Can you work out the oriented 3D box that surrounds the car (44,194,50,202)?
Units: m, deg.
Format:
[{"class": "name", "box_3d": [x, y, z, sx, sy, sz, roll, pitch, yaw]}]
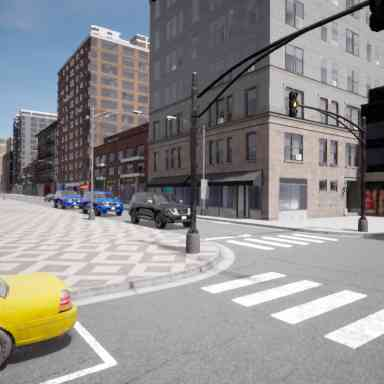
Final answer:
[{"class": "car", "box_3d": [-24.269, 0.998, 57.768, 1.812, 1.442, 4.674, 1, 0, -35]}]

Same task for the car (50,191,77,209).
[{"class": "car", "box_3d": [-14.177, 0.862, 37.997, 2.150, 2.045, 5.566, 1, 0, -35]}]

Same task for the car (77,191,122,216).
[{"class": "car", "box_3d": [-7.980, 0.960, 29.212, 2.150, 2.045, 5.566, 1, 0, -35]}]

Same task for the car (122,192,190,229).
[{"class": "car", "box_3d": [-2.036, 1.053, 20.803, 2.150, 2.045, 5.566, 1, 0, -35]}]

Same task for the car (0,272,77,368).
[{"class": "car", "box_3d": [-3.945, 1.525, 3.938, 4.829, 1.417, 1.752, 0, 1, -36]}]

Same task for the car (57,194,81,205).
[{"class": "car", "box_3d": [-18.324, 1.056, 49.370, 2.128, 1.511, 4.902, 1, 0, -35]}]
